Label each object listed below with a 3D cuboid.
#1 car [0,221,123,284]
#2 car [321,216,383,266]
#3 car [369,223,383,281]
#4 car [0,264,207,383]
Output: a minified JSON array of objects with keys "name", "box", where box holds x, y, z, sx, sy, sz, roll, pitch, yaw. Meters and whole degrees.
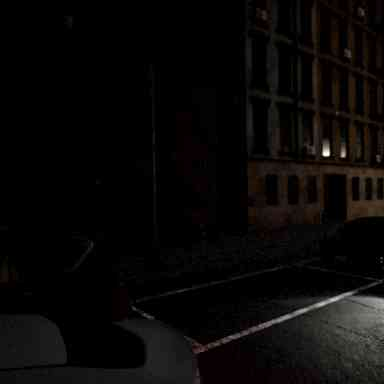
[{"name":"car","box":[-3.164,1.375,3.886,5.009,1.841,2.192,-1,0,-37]},{"name":"car","box":[5.936,1.478,10.684,4.313,1.339,1.947,-1,0,-37]},{"name":"car","box":[6.675,1.446,8.075,5.357,1.411,2.033,-1,0,-37]},{"name":"car","box":[-1.940,1.564,1.632,4.674,1.442,1.812,-1,0,-37]}]
